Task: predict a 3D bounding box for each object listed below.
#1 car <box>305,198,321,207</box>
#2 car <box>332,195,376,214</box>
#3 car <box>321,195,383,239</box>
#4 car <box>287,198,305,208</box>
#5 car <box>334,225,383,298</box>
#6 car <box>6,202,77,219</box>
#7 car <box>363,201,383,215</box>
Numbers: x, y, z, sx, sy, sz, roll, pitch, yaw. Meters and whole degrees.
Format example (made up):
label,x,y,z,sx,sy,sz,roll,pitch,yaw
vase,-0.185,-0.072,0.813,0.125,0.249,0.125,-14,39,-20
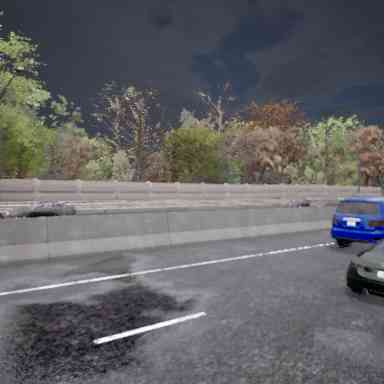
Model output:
label,x,y,z,sx,sy,sz,roll,pitch,yaw
car,16.756,1.493,41.724,4.553,1.767,2.097,0,0,-35
car,19.090,1.364,39.093,5.566,2.045,2.150,0,0,-35
car,8.042,1.269,13.782,5.566,2.045,2.150,0,0,-35
car,14.779,1.646,44.611,4.892,1.490,1.837,0,0,-35
car,5.400,1.592,7.599,4.181,1.385,1.994,0,0,-35
car,-11.357,1.507,25.400,4.902,1.511,2.128,0,0,-38
car,20.972,1.690,36.140,5.357,1.411,2.033,0,0,-35
